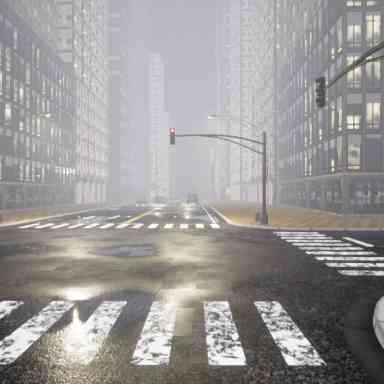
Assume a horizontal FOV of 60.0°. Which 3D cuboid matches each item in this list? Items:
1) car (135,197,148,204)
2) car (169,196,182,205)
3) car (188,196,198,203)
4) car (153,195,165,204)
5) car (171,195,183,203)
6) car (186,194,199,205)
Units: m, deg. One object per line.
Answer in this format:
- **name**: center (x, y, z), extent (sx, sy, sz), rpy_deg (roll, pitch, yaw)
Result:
- **car**: center (-9.622, 1.663, 64.357), extent (2.033, 1.411, 5.357), rpy_deg (0, 0, 0)
- **car**: center (-3.130, 1.702, 60.206), extent (1.895, 1.301, 4.718), rpy_deg (0, 0, 0)
- **car**: center (0.141, 1.540, 70.588), extent (1.994, 1.385, 4.181), rpy_deg (0, 0, 0)
- **car**: center (-6.372, 1.468, 64.382), extent (2.097, 1.767, 4.553), rpy_deg (0, 0, 0)
- **car**: center (-3.110, 1.495, 70.178), extent (2.128, 1.511, 4.902), rpy_deg (0, 0, 0)
- **car**: center (0.120, 1.322, 60.201), extent (2.150, 2.045, 5.566), rpy_deg (0, 0, 0)
